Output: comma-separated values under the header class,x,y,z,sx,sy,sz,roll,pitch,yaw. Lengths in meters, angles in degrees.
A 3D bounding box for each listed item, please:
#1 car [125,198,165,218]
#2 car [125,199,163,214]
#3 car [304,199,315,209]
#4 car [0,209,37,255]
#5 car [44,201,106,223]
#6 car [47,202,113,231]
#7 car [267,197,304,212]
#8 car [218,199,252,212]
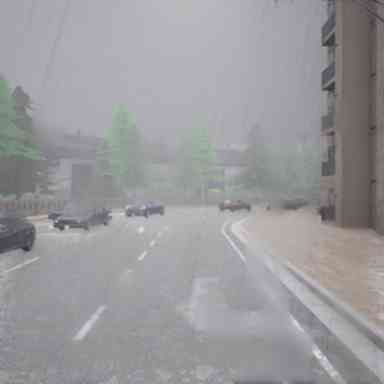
class,x,y,z,sx,sy,sz,roll,pitch,yaw
car,-4.248,1.343,30.701,2.097,1.767,4.553,0,0,22
car,-5.214,1.553,36.446,1.994,1.385,4.181,0,0,29
car,14.410,1.501,45.129,4.892,1.490,1.837,-1,0,-22
car,-7.023,1.521,11.362,1.812,1.442,4.674,0,0,1
car,-9.130,1.538,26.605,2.033,1.411,5.357,0,0,14
car,-6.646,1.540,21.051,2.033,1.411,5.357,0,0,6
car,10.727,1.559,39.066,4.181,1.385,1.994,0,0,-36
car,5.022,1.518,38.767,4.674,1.442,1.812,0,0,-42
